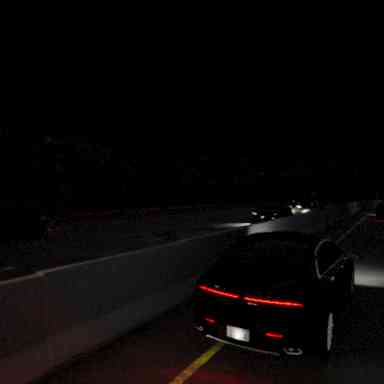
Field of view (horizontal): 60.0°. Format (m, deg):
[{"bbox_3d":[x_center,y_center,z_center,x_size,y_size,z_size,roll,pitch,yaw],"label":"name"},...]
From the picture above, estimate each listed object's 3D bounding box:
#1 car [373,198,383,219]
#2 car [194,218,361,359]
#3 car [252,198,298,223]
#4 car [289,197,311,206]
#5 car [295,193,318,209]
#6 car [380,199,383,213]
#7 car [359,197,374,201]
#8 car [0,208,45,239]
[{"bbox_3d":[17.255,1.522,29.101,1.882,1.535,5.008,1,0,32],"label":"car"},{"bbox_3d":[1.821,1.489,6.147,1.837,1.490,4.892,1,0,31],"label":"car"},{"bbox_3d":[5.975,1.440,24.337,1.837,1.490,4.892,1,0,31],"label":"car"},{"bbox_3d":[17.468,1.492,53.816,1.994,1.385,4.181,1,0,40],"label":"car"},{"bbox_3d":[15.689,1.161,46.035,2.150,2.045,5.566,1,0,37],"label":"car"},{"bbox_3d":[23.033,1.553,37.977,2.128,1.511,4.902,1,0,35],"label":"car"},{"bbox_3d":[30.304,1.542,57.227,4.902,1.511,2.128,0,0,-43],"label":"car"},{"bbox_3d":[-8.448,1.383,14.042,1.994,1.385,4.181,1,0,31],"label":"car"}]
